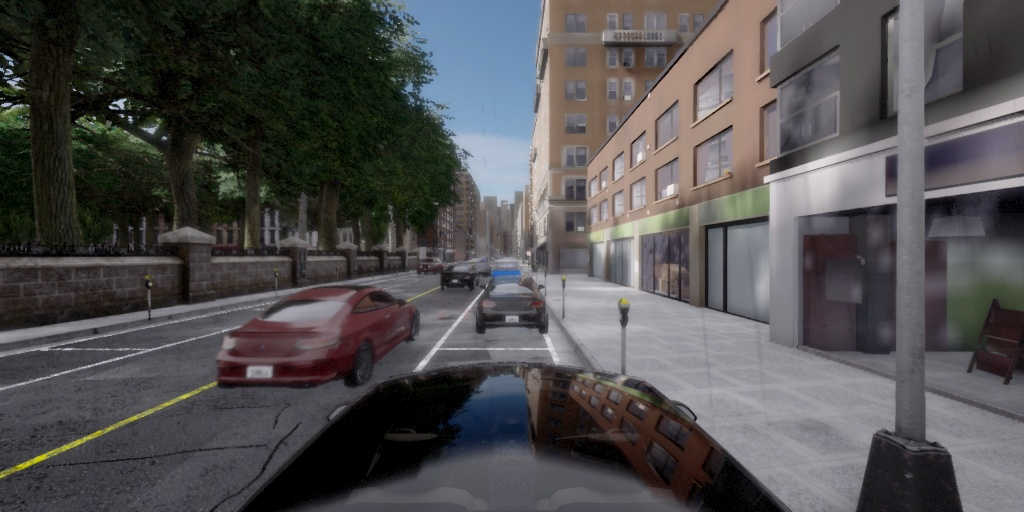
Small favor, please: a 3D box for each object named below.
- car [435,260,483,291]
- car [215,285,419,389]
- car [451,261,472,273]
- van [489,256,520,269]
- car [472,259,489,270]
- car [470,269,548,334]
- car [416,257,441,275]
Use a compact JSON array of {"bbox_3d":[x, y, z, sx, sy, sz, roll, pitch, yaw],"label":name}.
[{"bbox_3d":[-3.091,1.219,22.084,1.882,1.535,5.008,0,0,0],"label":"car"},{"bbox_3d":[-3.145,1.274,6.779,1.812,1.442,4.674,0,0,0],"label":"car"},{"bbox_3d":[-6.193,1.283,44.426,1.994,1.385,4.181,0,0,1],"label":"car"},{"bbox_3d":[-0.289,1.083,21.849,1.690,1.789,3.998,0,0,0],"label":"van"},{"bbox_3d":[-3.099,1.294,36.003,1.994,1.385,4.181,0,0,1],"label":"car"},{"bbox_3d":[0.004,1.274,10.500,1.812,1.442,4.674,0,0,0],"label":"car"},{"bbox_3d":[-8.813,1.041,38.791,2.192,1.841,5.009,0,0,0],"label":"car"}]
